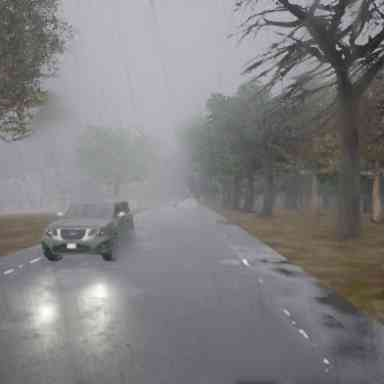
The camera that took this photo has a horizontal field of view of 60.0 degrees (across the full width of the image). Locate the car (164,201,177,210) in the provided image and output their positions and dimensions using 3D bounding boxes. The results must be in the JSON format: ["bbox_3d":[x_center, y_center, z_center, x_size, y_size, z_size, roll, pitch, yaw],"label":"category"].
[{"bbox_3d":[-3.557,2.257,55.475,1.812,1.442,4.674,0,-1,0],"label":"car"}]

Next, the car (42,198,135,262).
[{"bbox_3d":[-3.602,1.282,12.697,2.150,2.045,5.566,0,0,0],"label":"car"}]
